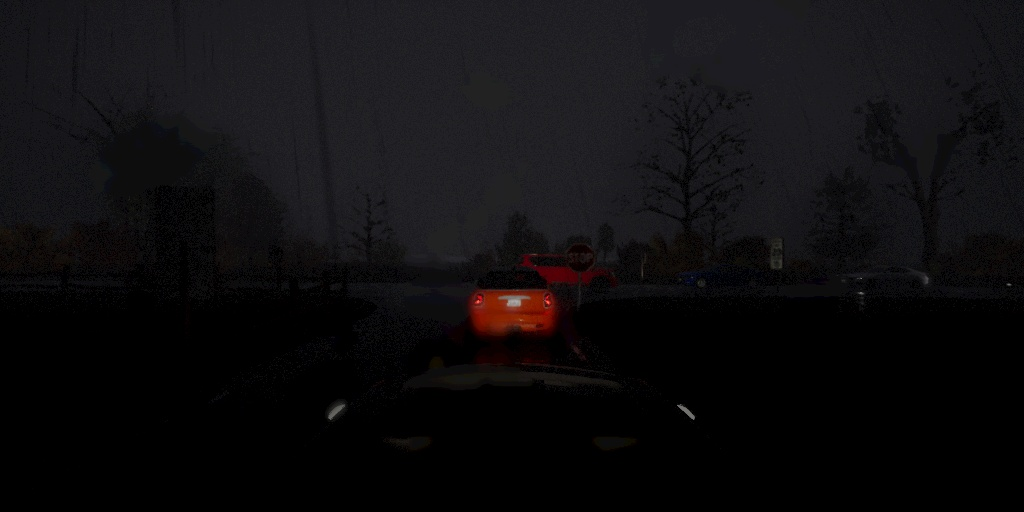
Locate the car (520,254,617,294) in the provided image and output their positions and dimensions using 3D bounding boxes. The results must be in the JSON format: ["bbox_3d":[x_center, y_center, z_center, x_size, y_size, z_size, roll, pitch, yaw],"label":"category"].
[{"bbox_3d":[2.858,0.924,19.751,5.566,2.045,2.150,1,0,0],"label":"car"}]

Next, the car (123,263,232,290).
[{"bbox_3d":[-18.334,1.038,19.802,5.008,1.535,1.882,0,1,0],"label":"car"}]

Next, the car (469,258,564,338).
[{"bbox_3d":[-0.030,1.068,10.256,2.097,1.767,4.553,0,0,-2],"label":"car"}]

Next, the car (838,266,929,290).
[{"bbox_3d":[23.403,1.356,22.644,4.674,1.442,1.812,0,1,0],"label":"car"}]

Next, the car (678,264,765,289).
[{"bbox_3d":[13.128,1.235,22.667,5.008,1.535,1.882,0,1,0],"label":"car"}]

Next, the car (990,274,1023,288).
[{"bbox_3d":[33.565,1.502,22.609,4.718,1.301,1.895,0,1,0],"label":"car"}]
